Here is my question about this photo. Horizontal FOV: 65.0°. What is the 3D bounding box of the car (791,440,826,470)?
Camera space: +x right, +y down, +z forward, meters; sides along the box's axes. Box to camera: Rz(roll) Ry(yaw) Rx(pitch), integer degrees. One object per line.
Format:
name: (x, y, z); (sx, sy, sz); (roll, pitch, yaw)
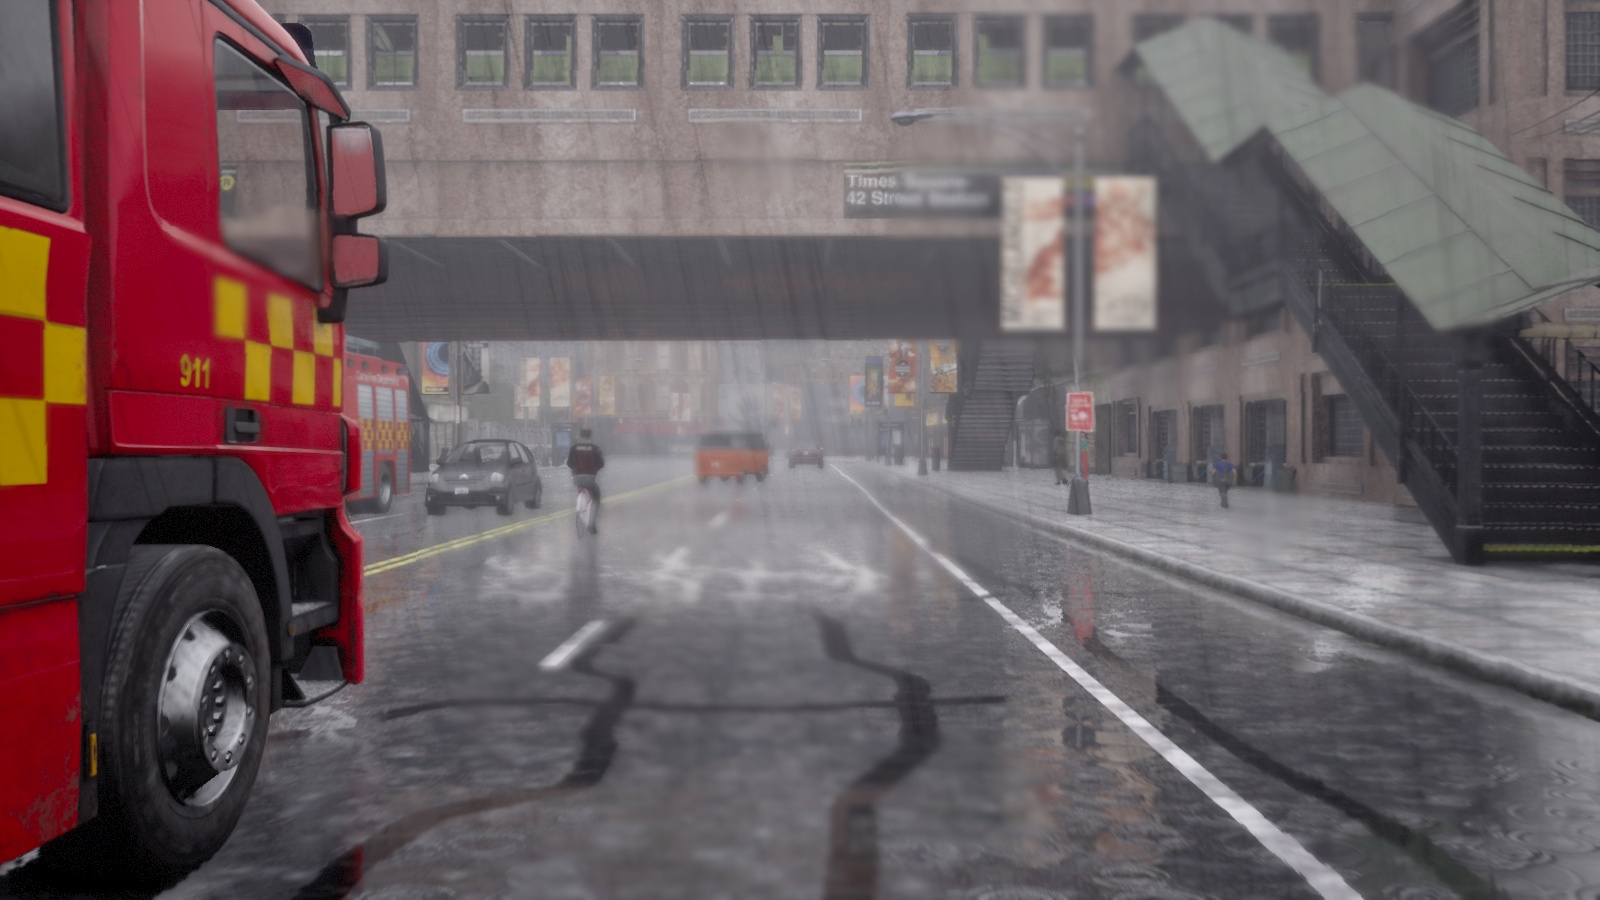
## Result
car: (0.535, 0.295, 78.322); (2.097, 1.767, 4.553); (0, 0, 1)

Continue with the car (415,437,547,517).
car: (-6.835, 0.531, 27.334); (1.851, 1.617, 3.988); (0, 0, 0)

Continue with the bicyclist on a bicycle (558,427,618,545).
bicyclist on a bicycle: (-3.333, 0.536, 19.865); (0.659, 1.776, 1.843); (0, 0, 0)

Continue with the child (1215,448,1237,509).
child: (8.867, 0.587, 26.131); (0.270, 1.263, 0.437); (0, 0, -5)

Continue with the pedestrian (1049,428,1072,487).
pedestrian: (8.578, 0.246, 41.410); (0.396, 1.930, 0.692); (0, 0, -26)

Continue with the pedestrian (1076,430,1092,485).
pedestrian: (9.537, 0.244, 42.213); (0.345, 1.836, 0.594); (0, 0, -7)

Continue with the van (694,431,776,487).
van: (-2.403, 0.310, 47.455); (1.775, 1.987, 4.442); (0, 0, 15)

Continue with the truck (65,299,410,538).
truck: (-10.350, -0.525, 24.418); (2.891, 3.827, 8.468); (0, 0, 0)

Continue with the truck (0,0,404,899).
truck: (-3.471, -0.431, 2.127); (2.891, 3.827, 8.468); (0, 0, 0)
